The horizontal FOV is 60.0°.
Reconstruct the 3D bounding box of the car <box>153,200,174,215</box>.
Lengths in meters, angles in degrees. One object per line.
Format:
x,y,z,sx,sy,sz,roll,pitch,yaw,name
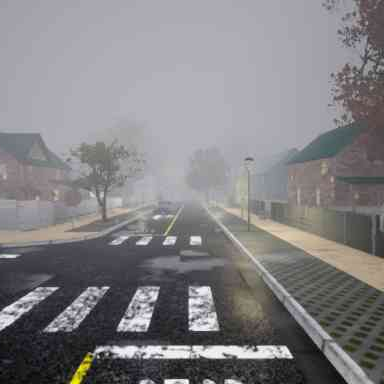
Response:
-2.798,1.568,34.254,2.033,1.411,5.357,0,0,0,car
